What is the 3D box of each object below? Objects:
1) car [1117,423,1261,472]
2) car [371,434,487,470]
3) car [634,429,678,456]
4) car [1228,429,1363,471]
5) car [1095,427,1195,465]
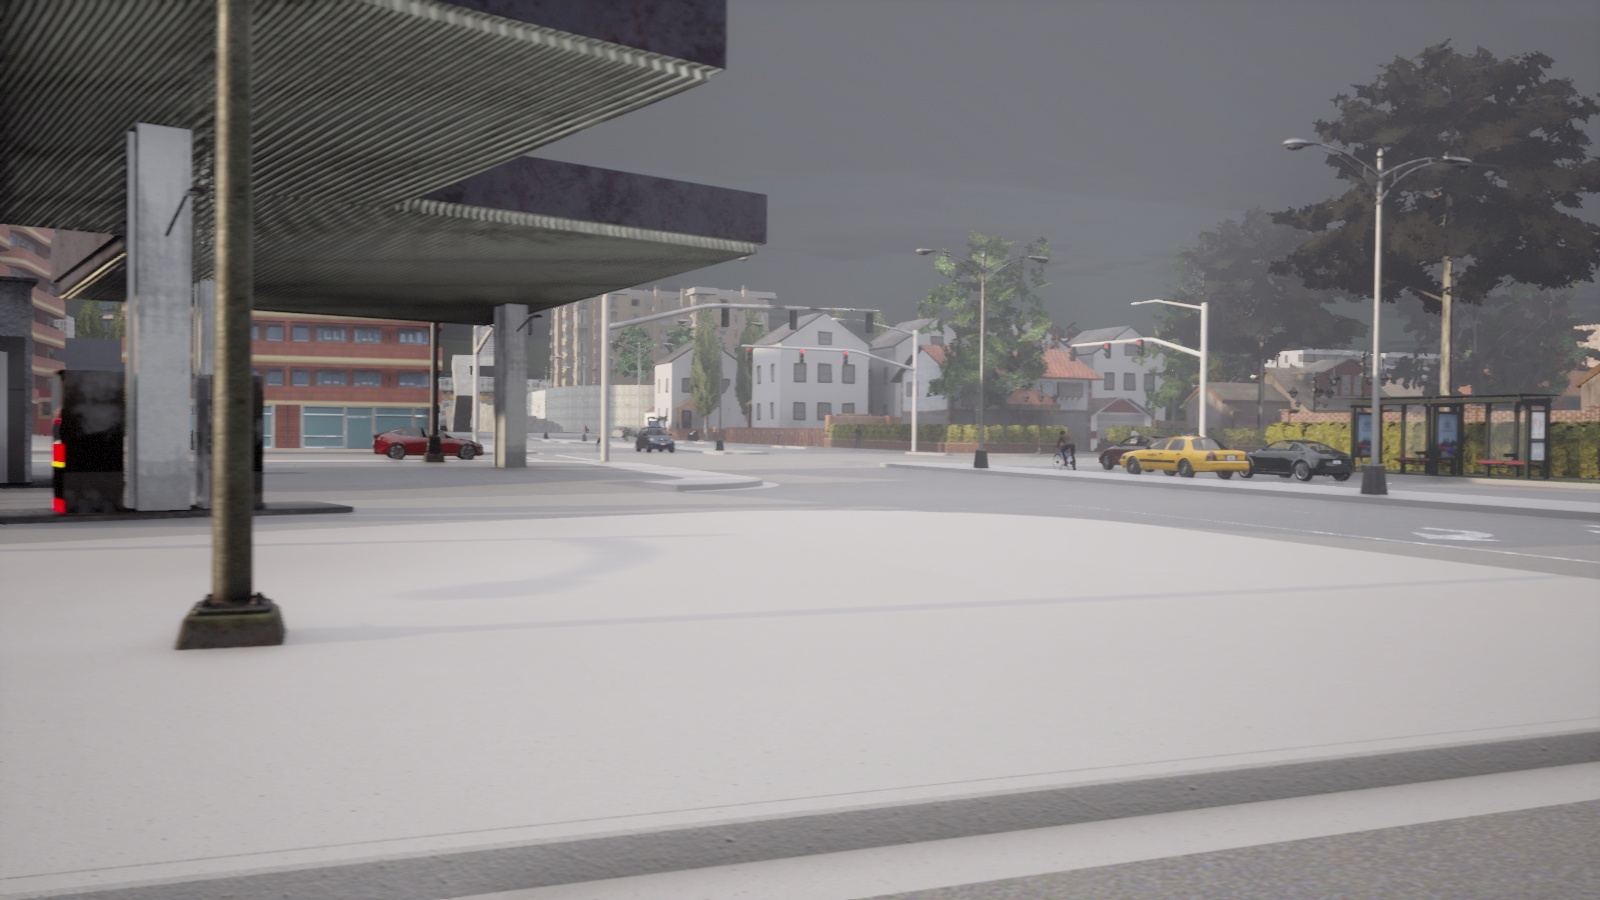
[{"bbox_3d":[13.335,-0.115,43.464,1.801,1.575,5.366,-1,1,-21],"label":"car"},{"bbox_3d":[-16.685,0.059,56.416,4.792,1.488,2.163,-1,1,-22],"label":"car"},{"bbox_3d":[-9.154,-0.501,79.542,1.851,1.617,3.988,-1,1,-21],"label":"car"},{"bbox_3d":[17.080,-0.032,43.510,1.994,1.385,4.181,-1,1,-22],"label":"car"},{"bbox_3d":[14.043,-0.177,51.357,1.816,1.474,4.193,-1,1,-21],"label":"car"}]
